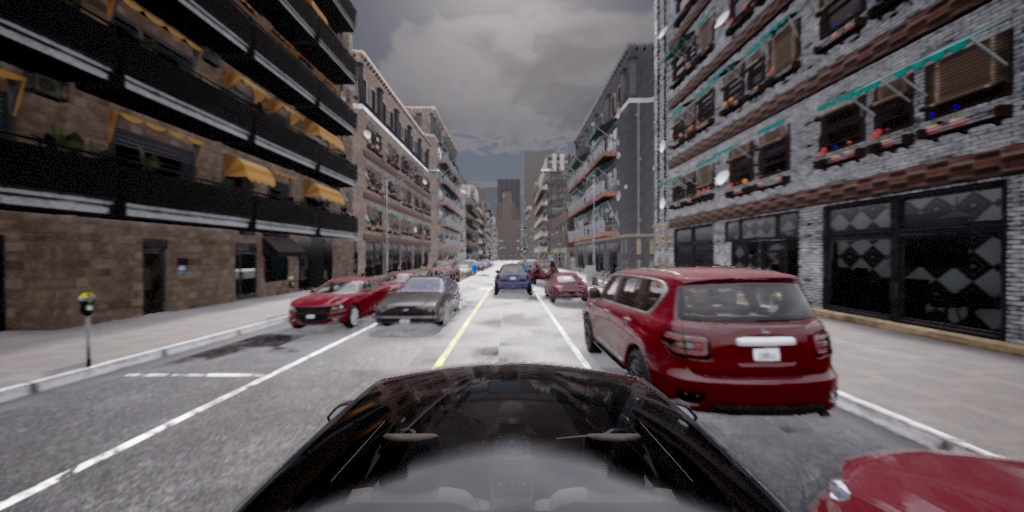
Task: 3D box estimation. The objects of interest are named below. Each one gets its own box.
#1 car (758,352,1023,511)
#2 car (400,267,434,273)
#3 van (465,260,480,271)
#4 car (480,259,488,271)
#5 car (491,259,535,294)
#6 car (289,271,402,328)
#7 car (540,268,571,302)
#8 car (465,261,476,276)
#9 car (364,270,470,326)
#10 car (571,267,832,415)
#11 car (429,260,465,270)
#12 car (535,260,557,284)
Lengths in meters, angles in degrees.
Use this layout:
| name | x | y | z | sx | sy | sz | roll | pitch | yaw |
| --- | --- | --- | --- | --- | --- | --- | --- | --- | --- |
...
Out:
| name | x | y | z | sx | sy | sz | roll | pitch | yaw |
| --- | --- | --- | --- | --- | --- | --- | --- | --- | --- |
| car | 2.574 | 1.316 | 0.309 | 1.802 | 1.307 | 4.207 | 0 | 0 | 0 |
| car | -5.339 | 1.413 | 17.377 | 1.888 | 1.381 | 4.507 | 0 | 0 | 0 |
| van | -5.394 | 1.396 | 45.633 | 1.690 | 1.789 | 3.998 | 0 | 0 | 0 |
| car | -5.416 | 1.570 | 56.935 | 1.967 | 1.591 | 4.097 | 0 | 0 | 0 |
| car | 0.057 | 1.232 | 21.565 | 2.097 | 1.767 | 4.553 | 0 | 0 | 0 |
| car | -5.328 | 1.375 | 11.726 | 1.888 | 1.381 | 4.507 | 0 | 0 | 0 |
| car | 2.541 | 1.427 | 17.302 | 1.802 | 1.307 | 4.207 | 0 | 0 | 0 |
| car | -5.383 | 1.543 | 39.811 | 1.751 | 1.417 | 4.829 | 0 | 0 | 0 |
| car | -2.855 | 1.374 | 12.225 | 2.033 | 1.411 | 5.357 | 0 | 0 | 0 |
| car | 2.563 | 1.086 | 5.974 | 2.192 | 1.841 | 5.009 | 0 | 0 | 0 |
| car | -5.361 | 1.257 | 28.679 | 2.192 | 1.841 | 5.009 | 0 | 0 | 0 |
| car | 2.519 | 1.235 | 28.630 | 2.192 | 1.841 | 5.009 | 0 | 0 | 0 |
